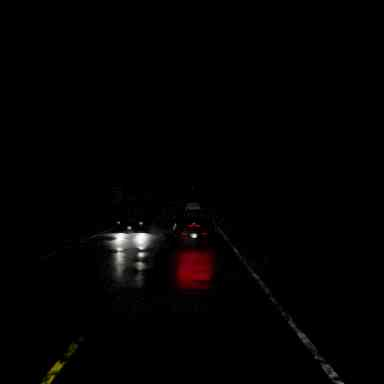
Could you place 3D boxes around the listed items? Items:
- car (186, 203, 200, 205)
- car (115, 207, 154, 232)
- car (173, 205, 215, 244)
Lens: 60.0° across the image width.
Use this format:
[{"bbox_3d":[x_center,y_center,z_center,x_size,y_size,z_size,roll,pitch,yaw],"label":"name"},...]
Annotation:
[{"bbox_3d":[0.100,1.767,32.952,1.812,1.442,4.674,0,0,0],"label":"car"},{"bbox_3d":[-3.597,1.708,21.761,2.033,1.411,5.357,0,0,0],"label":"car"},{"bbox_3d":[0.097,1.628,16.611,1.837,1.490,4.892,0,0,0],"label":"car"}]
